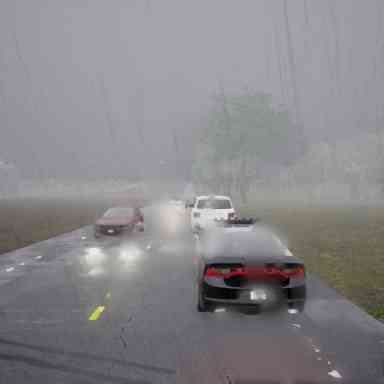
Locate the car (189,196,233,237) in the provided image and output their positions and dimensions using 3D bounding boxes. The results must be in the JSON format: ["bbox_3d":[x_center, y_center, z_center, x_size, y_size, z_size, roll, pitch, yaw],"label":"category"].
[{"bbox_3d":[1.029,1.213,17.740,2.150,2.045,5.566,0,0,0],"label":"car"}]

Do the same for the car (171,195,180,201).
[{"bbox_3d":[-3.595,1.413,74.585,1.895,1.301,4.718,0,0,0],"label":"car"}]

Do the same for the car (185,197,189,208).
[{"bbox_3d":[-0.015,1.481,45.582,2.033,1.411,5.357,0,0,1],"label":"car"}]

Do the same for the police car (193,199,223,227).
[{"bbox_3d":[1.021,1.408,23.822,1.930,1.638,5.238,0,0,0],"label":"police car"}]

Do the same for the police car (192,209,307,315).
[{"bbox_3d":[1.041,1.421,7.820,1.930,1.638,5.238,0,0,0],"label":"police car"}]

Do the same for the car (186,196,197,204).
[{"bbox_3d":[-0.075,1.483,60.439,1.895,1.301,4.718,0,0,0],"label":"car"}]

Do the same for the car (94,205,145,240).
[{"bbox_3d":[-3.622,1.467,17.286,1.882,1.535,5.008,0,0,0],"label":"car"}]
